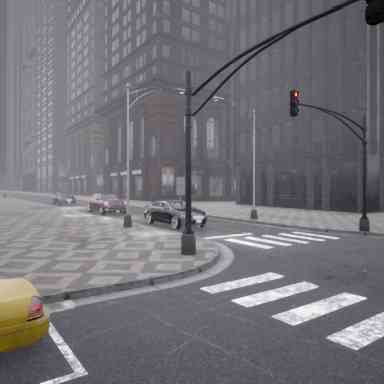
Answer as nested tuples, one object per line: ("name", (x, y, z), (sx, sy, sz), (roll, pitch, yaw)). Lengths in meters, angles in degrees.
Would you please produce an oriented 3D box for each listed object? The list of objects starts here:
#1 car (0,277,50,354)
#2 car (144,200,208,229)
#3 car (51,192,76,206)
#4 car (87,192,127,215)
("car", (-4.223, 1.525, 3.641), (4.829, 1.417, 1.752), (0, 0, -35))
("car", (-1.056, 1.206, 19.242), (2.128, 1.511, 4.902), (0, 1, -36))
("car", (-14.889, 0.774, 38.542), (2.128, 1.511, 4.902), (0, 1, -36))
("car", (-7.009, 0.876, 27.546), (2.097, 1.767, 4.553), (0, 1, -35))
